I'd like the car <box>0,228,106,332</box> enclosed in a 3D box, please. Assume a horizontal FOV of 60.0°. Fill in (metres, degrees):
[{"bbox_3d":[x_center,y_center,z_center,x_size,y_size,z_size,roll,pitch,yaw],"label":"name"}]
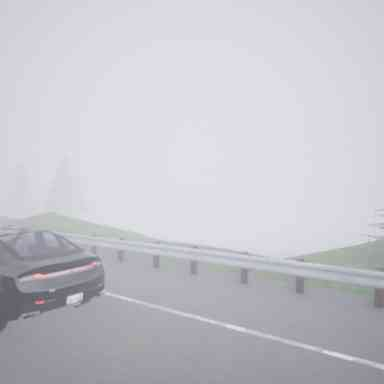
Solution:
[{"bbox_3d":[-3.851,1.494,6.740,4.902,1.511,2.128,0,0,35],"label":"car"}]
